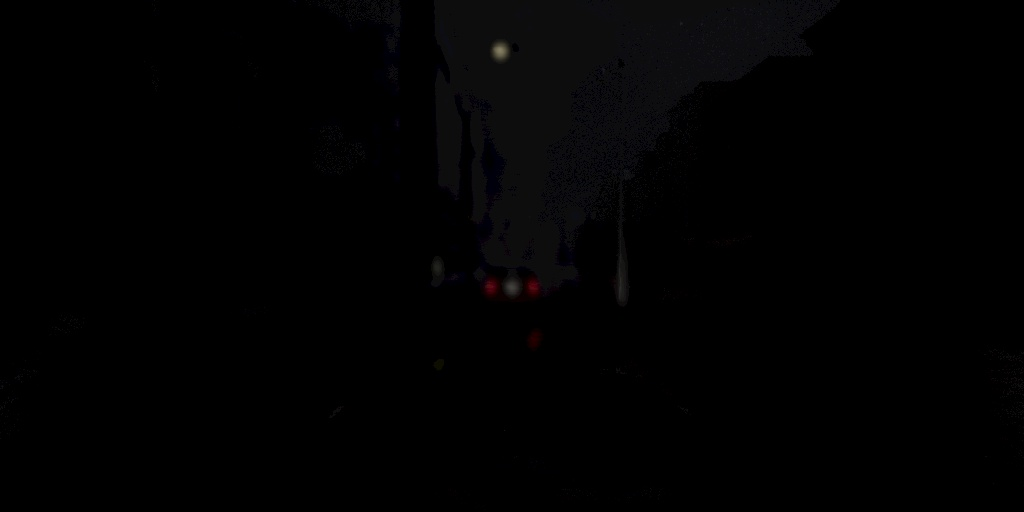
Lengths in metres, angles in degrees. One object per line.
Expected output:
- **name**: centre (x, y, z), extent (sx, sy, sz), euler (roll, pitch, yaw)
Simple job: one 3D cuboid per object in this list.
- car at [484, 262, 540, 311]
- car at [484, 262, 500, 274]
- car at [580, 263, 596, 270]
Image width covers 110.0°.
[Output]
- **car**: centre (0.027, 1.220, 15.276), extent (2.097, 1.767, 4.553), euler (0, -1, 0)
- **car**: centre (-2.755, 1.601, 49.651), extent (1.882, 1.535, 5.008), euler (0, -1, 1)
- **car**: centre (13.913, 1.786, 60.122), extent (4.829, 1.417, 1.751), euler (0, 0, 0)
